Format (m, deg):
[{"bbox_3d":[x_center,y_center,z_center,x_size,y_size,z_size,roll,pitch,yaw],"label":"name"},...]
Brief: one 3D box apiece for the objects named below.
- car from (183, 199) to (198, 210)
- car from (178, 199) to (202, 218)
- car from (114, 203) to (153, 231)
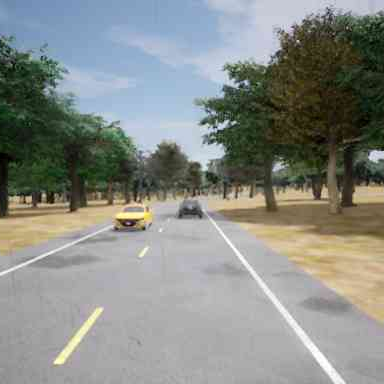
[{"bbox_3d":[-0.212,1.705,47.080,1.994,1.385,4.181,0,0,0],"label":"car"},{"bbox_3d":[-0.133,1.405,30.488,2.097,1.767,4.553,0,0,0],"label":"car"},{"bbox_3d":[-3.629,1.526,21.354,1.882,1.535,5.008,0,0,0],"label":"car"}]
